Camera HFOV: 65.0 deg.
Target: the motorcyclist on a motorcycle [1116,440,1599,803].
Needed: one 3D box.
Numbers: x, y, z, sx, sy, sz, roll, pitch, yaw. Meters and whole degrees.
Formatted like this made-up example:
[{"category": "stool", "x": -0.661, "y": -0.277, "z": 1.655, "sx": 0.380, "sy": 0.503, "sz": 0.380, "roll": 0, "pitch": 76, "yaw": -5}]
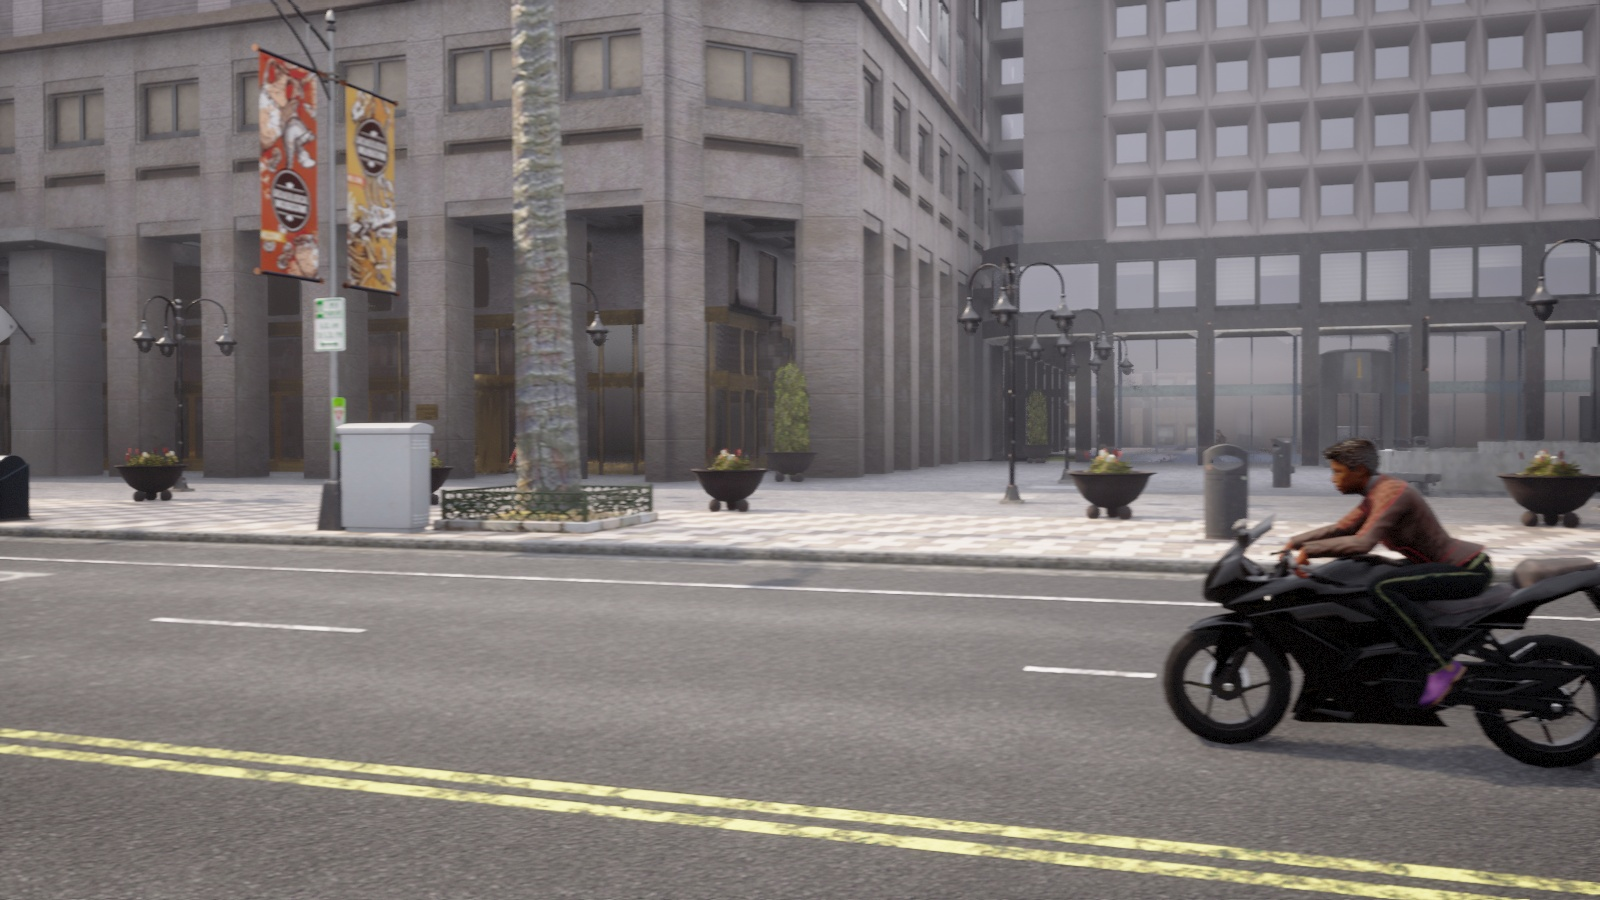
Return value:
[{"category": "motorcyclist on a motorcycle", "x": 2.599, "y": 0.722, "z": 6.009, "sx": 2.044, "sy": 1.523, "sz": 0.797, "roll": 1, "pitch": 1, "yaw": 19}]
